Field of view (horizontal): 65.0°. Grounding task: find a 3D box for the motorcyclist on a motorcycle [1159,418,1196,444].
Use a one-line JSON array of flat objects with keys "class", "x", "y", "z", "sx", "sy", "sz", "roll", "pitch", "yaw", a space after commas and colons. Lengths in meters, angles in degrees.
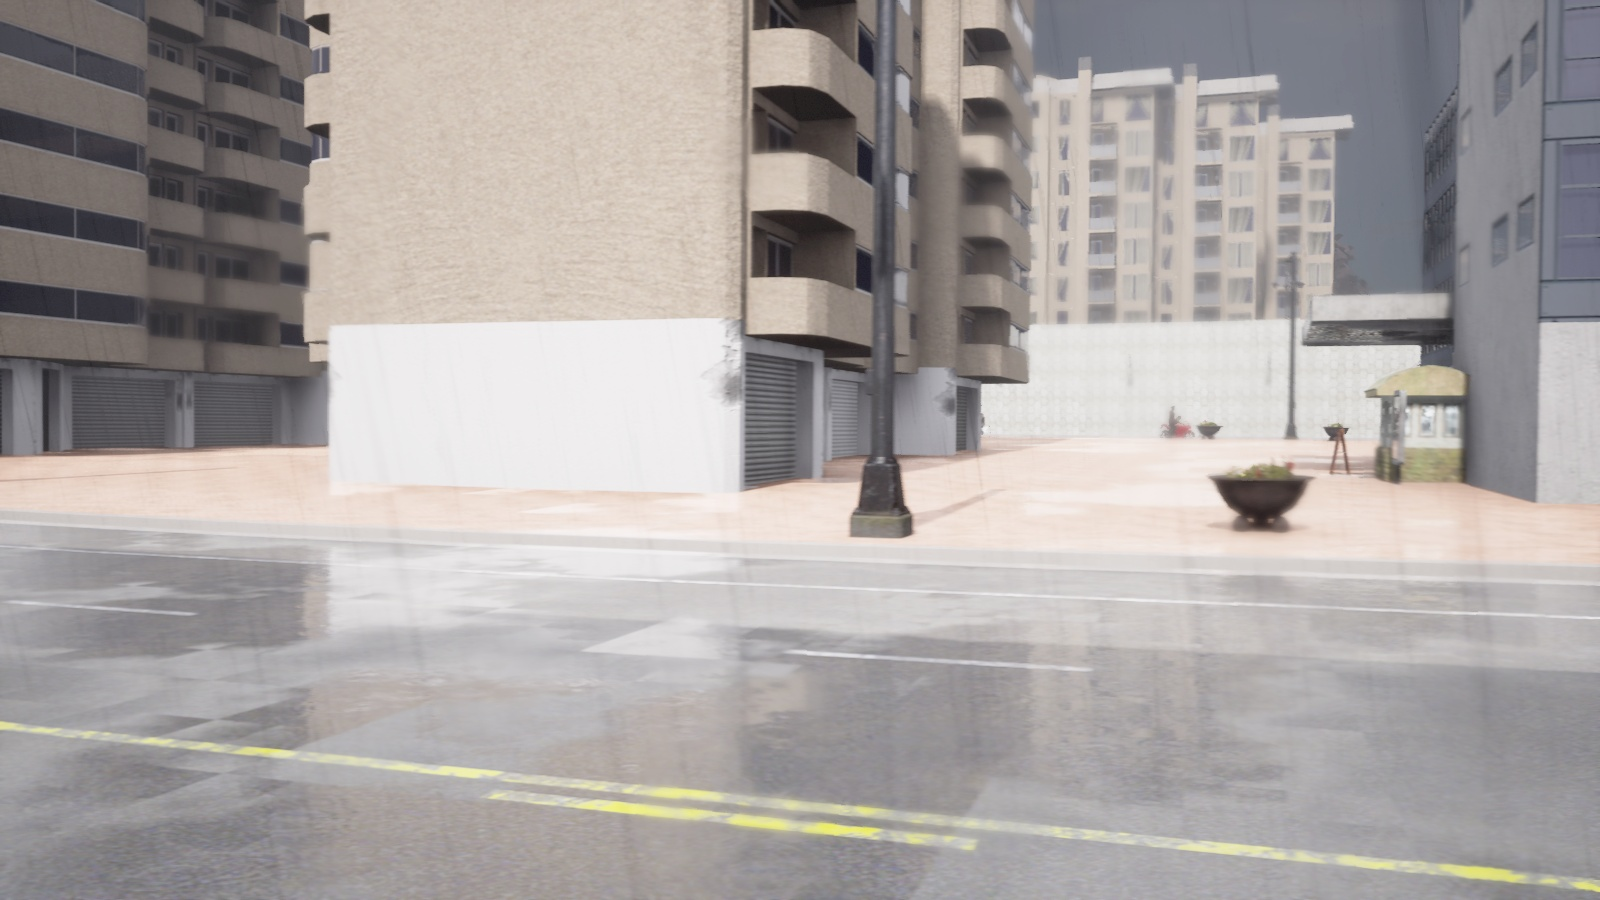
[{"class": "motorcyclist on a motorcycle", "x": 22.707, "y": -1.148, "z": 75.463, "sx": 2.044, "sy": 1.523, "sz": 0.797, "roll": 1, "pitch": 1, "yaw": 20}]
